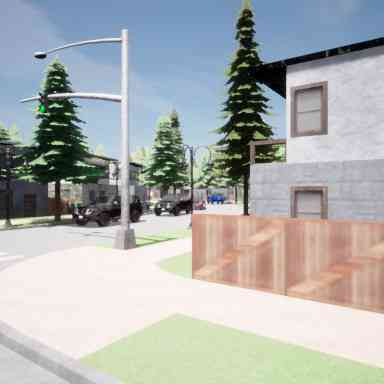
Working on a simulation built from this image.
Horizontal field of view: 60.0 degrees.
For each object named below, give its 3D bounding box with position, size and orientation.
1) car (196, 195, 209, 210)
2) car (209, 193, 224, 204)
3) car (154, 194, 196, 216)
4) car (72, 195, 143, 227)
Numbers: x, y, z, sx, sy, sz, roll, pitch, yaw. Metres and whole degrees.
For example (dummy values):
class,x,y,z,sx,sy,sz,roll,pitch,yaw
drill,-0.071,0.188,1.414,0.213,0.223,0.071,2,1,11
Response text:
class,x,y,z,sx,sy,sz,roll,pitch,yaw
car,0.510,1.333,42.070,2.097,1.767,4.553,0,0,9
car,4.266,1.202,60.854,2.150,2.045,5.566,0,0,-9
car,-1.747,1.202,32.471,2.150,2.045,5.566,0,0,18
car,-5.640,1.202,23.094,2.150,2.045,5.566,0,0,27
